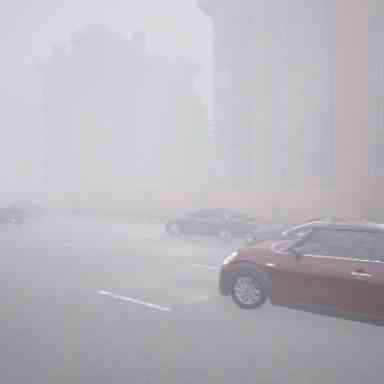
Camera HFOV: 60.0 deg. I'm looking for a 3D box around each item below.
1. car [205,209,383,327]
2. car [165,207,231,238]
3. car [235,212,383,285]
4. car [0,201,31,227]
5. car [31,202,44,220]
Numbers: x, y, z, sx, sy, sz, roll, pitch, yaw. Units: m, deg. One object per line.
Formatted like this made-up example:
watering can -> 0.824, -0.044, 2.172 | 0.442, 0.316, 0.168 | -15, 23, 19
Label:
car -> 2.769, 1.352, 6.317 | 4.553, 1.767, 2.097 | 0, 0, 36
car -> 0.868, 1.505, 16.278 | 4.892, 1.490, 1.837 | 0, 0, 36
car -> 3.941, 1.491, 9.781 | 4.902, 1.511, 2.128 | 0, 0, 36
car -> -12.954, 1.503, 21.847 | 4.892, 1.490, 1.837 | -1, 0, 36
car -> -13.908, 1.493, 26.832 | 4.902, 1.511, 2.128 | 0, 0, 36
